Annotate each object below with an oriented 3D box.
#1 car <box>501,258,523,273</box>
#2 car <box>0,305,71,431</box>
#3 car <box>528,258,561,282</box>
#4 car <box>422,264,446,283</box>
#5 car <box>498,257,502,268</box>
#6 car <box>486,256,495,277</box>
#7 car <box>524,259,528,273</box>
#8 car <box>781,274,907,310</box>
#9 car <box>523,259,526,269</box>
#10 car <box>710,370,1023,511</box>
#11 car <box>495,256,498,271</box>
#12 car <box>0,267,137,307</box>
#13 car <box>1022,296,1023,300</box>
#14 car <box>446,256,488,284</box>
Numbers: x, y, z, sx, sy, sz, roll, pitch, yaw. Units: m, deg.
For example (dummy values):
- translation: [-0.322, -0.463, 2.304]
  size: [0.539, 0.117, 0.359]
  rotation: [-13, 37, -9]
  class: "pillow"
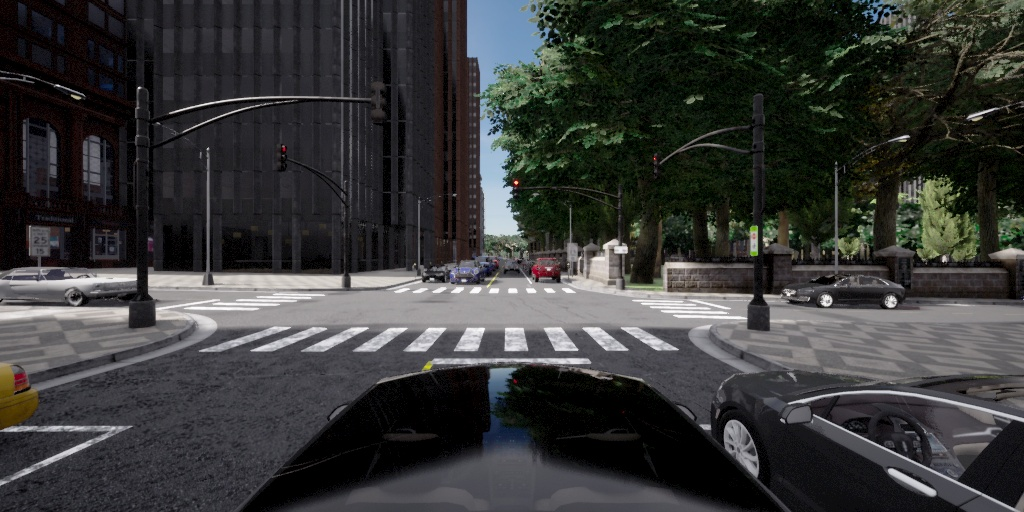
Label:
- translation: [-0.037, 1.324, 43.785]
  size: [2.033, 1.411, 5.357]
  rotation: [0, 0, 0]
  class: "car"
- translation: [-5.760, 1.275, 1.536]
  size: [1.751, 1.417, 4.829]
  rotation: [0, 0, 0]
  class: "car"
- translation: [2.670, 1.075, 28.410]
  size: [2.192, 1.841, 5.009]
  rotation: [0, 0, 0]
  class: "car"
- translation: [-5.855, 1.326, 28.370]
  size: [1.948, 1.339, 4.313]
  rotation: [0, 0, 0]
  class: "car"
- translation: [-3.248, 1.014, 57.256]
  size: [2.150, 2.045, 5.566]
  rotation: [0, 0, 0]
  class: "car"
- translation: [-3.217, 0.991, 36.567]
  size: [2.150, 2.045, 5.566]
  rotation: [0, 0, 0]
  class: "car"
- translation: [2.632, 1.338, 39.322]
  size: [1.948, 1.339, 4.313]
  rotation: [0, 0, 0]
  class: "car"
- translation: [15.217, 1.591, 16.597]
  size: [4.892, 1.490, 1.837]
  rotation: [1, 0, -1]
  class: "car"
- translation: [2.613, 1.329, 44.778]
  size: [2.007, 1.370, 4.403]
  rotation: [0, 0, 0]
  class: "car"
- translation: [2.764, 1.300, 1.745]
  size: [2.007, 1.370, 4.403]
  rotation: [0, 0, 0]
  class: "car"
- translation: [-3.248, 1.133, 46.749]
  size: [2.097, 1.767, 4.553]
  rotation: [0, 0, 0]
  class: "car"
- translation: [-16.480, 1.069, 13.109]
  size: [4.718, 1.301, 1.895]
  rotation: [1, 0, -1]
  class: "car"
- translation: [27.201, 1.934, 16.703]
  size: [4.718, 1.301, 1.895]
  rotation: [1, 0, -1]
  class: "car"
- translation: [-3.251, 1.111, 26.807]
  size: [2.097, 1.767, 4.553]
  rotation: [0, 0, 1]
  class: "car"
